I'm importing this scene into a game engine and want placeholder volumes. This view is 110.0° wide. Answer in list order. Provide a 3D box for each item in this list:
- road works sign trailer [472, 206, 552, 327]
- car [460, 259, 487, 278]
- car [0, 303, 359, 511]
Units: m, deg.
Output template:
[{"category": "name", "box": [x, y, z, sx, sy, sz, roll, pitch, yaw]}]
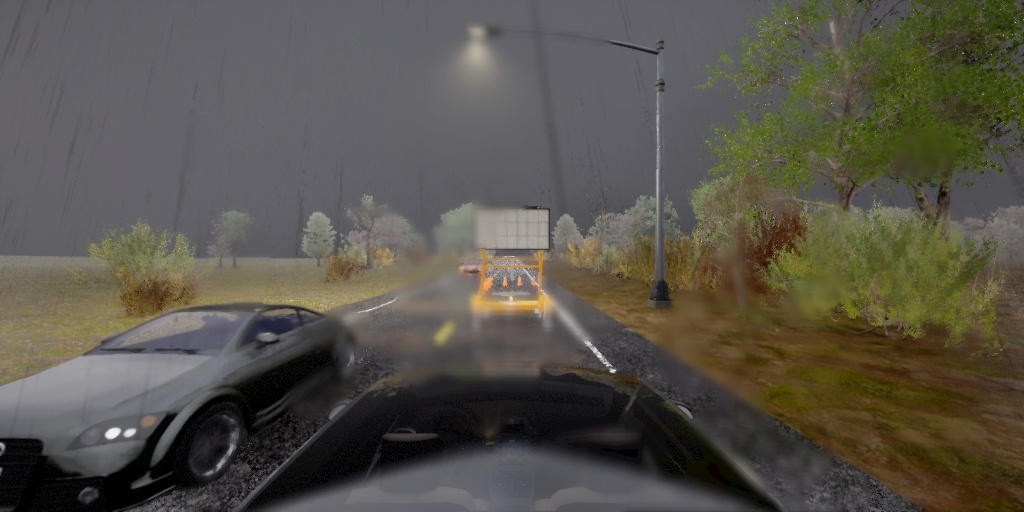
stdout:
[{"category": "road works sign trailer", "box": [0.006, 0.214, 11.511, 2.380, 3.560, 2.880, 0, 0, 0]}, {"category": "car", "box": [-3.481, 1.088, 33.013, 2.097, 1.767, 4.553, 0, 0, 0]}, {"category": "car", "box": [-3.599, 1.314, 4.418, 1.994, 1.385, 4.181, 0, 0, 0]}]
